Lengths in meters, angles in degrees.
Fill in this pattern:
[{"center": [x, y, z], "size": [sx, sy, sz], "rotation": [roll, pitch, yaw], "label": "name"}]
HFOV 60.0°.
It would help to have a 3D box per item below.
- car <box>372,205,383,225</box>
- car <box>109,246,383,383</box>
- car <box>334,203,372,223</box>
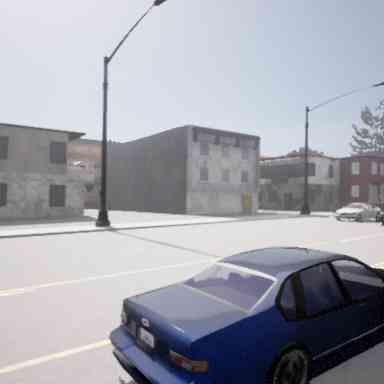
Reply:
[{"center": [15.225, 1.606, 23.473], "size": [5.357, 1.411, 2.033], "rotation": [1, 0, -36], "label": "car"}, {"center": [1.585, 1.551, 4.898], "size": [5.357, 1.411, 2.033], "rotation": [0, 0, -35], "label": "car"}, {"center": [13.224, 1.586, 26.342], "size": [4.674, 1.442, 1.812], "rotation": [1, 0, -36], "label": "car"}]
